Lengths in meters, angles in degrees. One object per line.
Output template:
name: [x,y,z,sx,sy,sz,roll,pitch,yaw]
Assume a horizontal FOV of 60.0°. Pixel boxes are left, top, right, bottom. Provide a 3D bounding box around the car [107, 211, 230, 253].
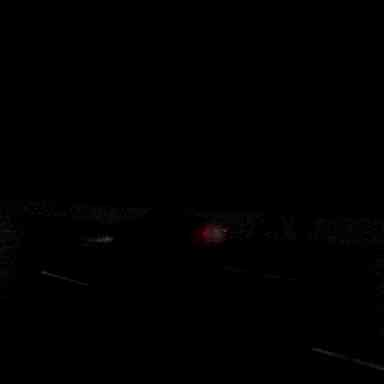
car: [-1.102,1.506,13.557,5.357,1.411,2.033,1,0,37]
